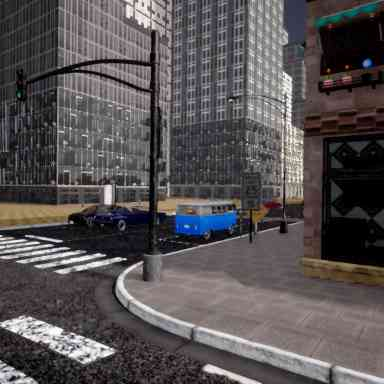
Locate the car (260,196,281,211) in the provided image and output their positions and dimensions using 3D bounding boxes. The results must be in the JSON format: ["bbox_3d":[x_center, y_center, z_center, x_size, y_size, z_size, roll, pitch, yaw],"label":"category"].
[{"bbox_3d":[8.373,1.503,37.584,1.895,1.301,4.718,1,1,36],"label":"car"}]

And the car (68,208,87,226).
[{"bbox_3d":[-5.998,1.467,21.900,1.947,1.339,4.313,1,1,35],"label":"car"}]

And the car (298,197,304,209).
[{"bbox_3d":[15.553,1.415,42.260,1.882,1.535,5.008,1,1,36],"label":"car"}]

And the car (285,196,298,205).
[{"bbox_3d":[16.381,1.364,53.299,1.752,1.417,4.829,1,1,35],"label":"car"}]

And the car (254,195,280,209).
[{"bbox_3d":[10.058,1.294,44.425,1.967,1.590,4.097,1,1,35],"label":"car"}]

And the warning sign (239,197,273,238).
[{"bbox_3d":[3.109,1.177,16.137,1.300,1.860,1.060,1,1,35],"label":"warning sign"}]

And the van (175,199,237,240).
[{"bbox_3d":[0.829,1.368,17.033,1.690,1.788,3.998,1,1,35],"label":"van"}]

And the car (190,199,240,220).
[{"bbox_3d":[2.093,1.412,28.786,2.128,1.511,4.902,1,1,35],"label":"car"}]

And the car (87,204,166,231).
[{"bbox_3d":[-3.787,1.541,20.541,1.895,1.301,4.718,1,1,35],"label":"car"}]
